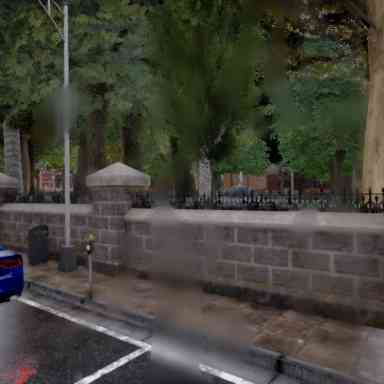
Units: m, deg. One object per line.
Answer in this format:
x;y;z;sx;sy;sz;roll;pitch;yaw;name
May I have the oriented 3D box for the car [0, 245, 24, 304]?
-5.489;1.480;6.963;5.008;1.535;1.882;0;0;36;car
